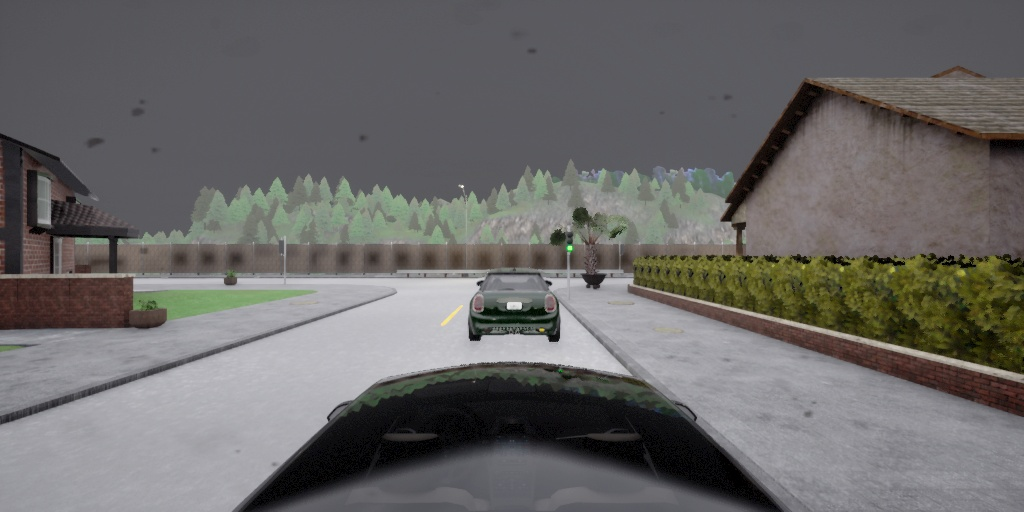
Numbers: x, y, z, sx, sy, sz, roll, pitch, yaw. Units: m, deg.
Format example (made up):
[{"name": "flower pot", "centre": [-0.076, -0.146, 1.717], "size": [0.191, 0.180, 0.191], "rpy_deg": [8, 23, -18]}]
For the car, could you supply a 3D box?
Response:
[{"name": "car", "centre": [0.063, 1.101, 9.893], "size": [2.097, 1.767, 4.553], "rpy_deg": [0, 0, 0]}]
